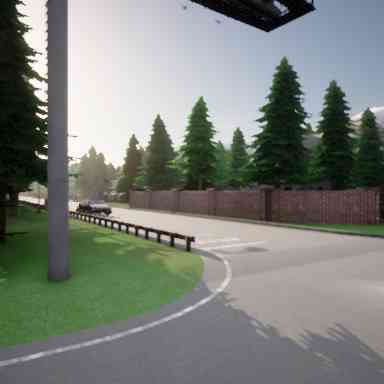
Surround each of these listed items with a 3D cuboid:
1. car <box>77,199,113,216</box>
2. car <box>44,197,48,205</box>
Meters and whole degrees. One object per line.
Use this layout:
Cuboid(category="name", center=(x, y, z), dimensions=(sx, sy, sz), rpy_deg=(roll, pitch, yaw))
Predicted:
Cuboid(category="car", center=(-8.740, 1.361, 29.540), dimensions=(2.033, 1.411, 5.357), rpy_deg=(0, 0, -32))
Cuboid(category="car", center=(-19.579, 1.295, 46.985), dimensions=(1.882, 1.535, 5.008), rpy_deg=(0, 0, -32))
